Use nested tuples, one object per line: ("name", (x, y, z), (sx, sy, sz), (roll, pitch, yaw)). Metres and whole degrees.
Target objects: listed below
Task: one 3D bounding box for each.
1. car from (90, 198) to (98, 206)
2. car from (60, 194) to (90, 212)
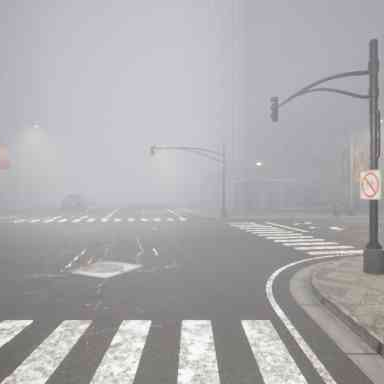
("car", (-16.571, 1.601, 54.585), (1.994, 1.385, 4.181), (0, 0, -9))
("car", (-14.283, 1.241, 40.355), (2.150, 2.045, 5.566), (0, 0, -9))
